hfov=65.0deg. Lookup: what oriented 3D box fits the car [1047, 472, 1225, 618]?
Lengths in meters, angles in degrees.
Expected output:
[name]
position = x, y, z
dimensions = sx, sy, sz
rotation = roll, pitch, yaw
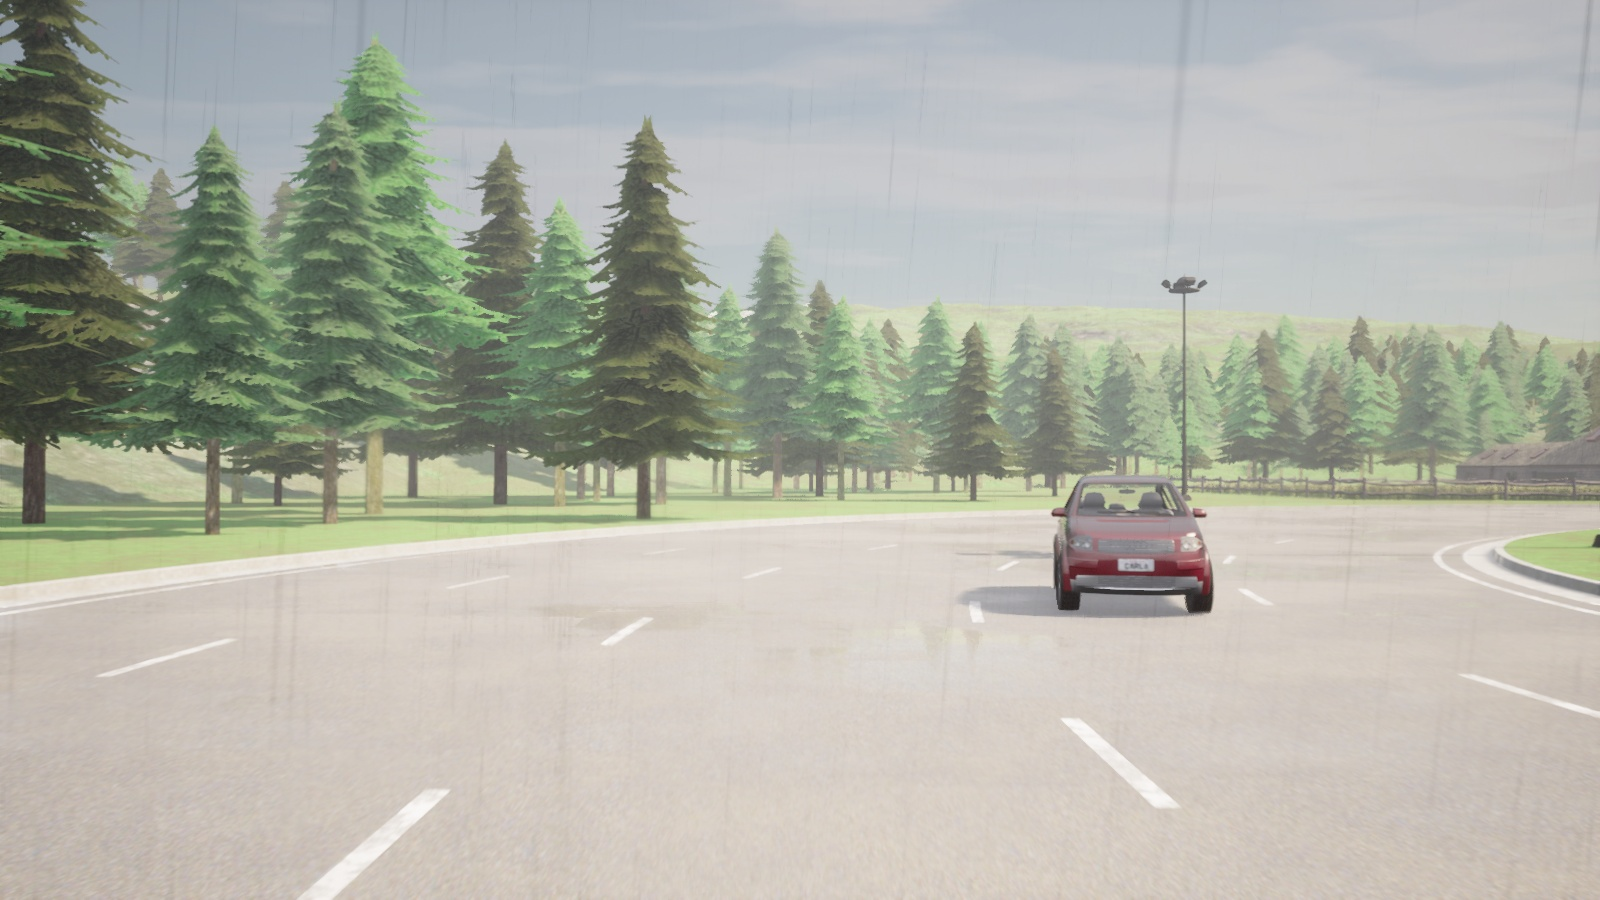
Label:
[car]
position = 3.973, 1.053, 15.379
dimensions = 1.789, 1.549, 3.705
rotation = -1, -1, 10
